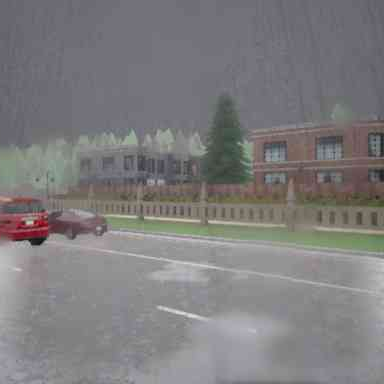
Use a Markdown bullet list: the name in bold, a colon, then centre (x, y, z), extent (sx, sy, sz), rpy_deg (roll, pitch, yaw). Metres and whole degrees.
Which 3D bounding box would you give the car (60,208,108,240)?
- **car**: centre (-6.236, 1.530, 16.916), extent (4.674, 1.442, 1.812), rpy_deg (0, 0, 36)

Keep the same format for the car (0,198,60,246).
- **car**: centre (-8.293, 1.255, 14.084), extent (5.566, 2.045, 2.150), rpy_deg (0, 0, 36)
